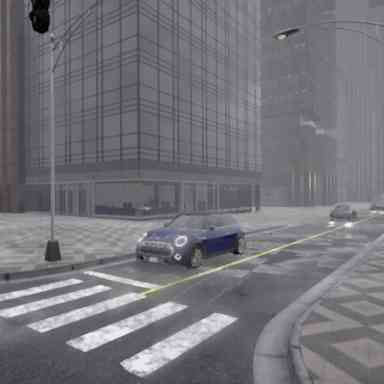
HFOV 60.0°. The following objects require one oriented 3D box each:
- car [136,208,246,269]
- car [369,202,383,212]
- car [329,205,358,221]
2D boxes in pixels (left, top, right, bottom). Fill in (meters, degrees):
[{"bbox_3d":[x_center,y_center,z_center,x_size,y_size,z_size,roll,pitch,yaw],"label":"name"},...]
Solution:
[{"bbox_3d":[0.128,1.507,11.965,2.097,1.767,4.553,0,-1,36],"label":"car"},{"bbox_3d":[29.362,2.290,52.531,1.994,1.385,4.181,0,-1,36],"label":"car"},{"bbox_3d":[14.700,2.001,32.184,1.837,1.490,4.892,0,-1,36],"label":"car"}]
